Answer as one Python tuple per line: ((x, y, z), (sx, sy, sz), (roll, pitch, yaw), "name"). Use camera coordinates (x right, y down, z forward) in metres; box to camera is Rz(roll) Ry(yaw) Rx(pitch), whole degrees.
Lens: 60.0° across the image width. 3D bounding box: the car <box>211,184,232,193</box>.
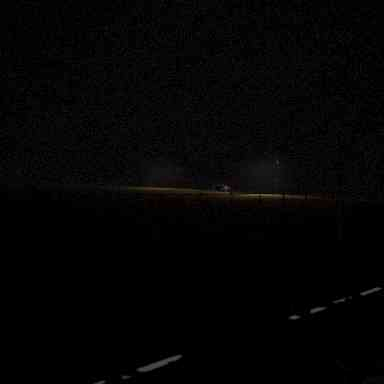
((6.005, -0.917, 67.599), (2.097, 1.767, 4.553), (1, 2, -36), "car")
